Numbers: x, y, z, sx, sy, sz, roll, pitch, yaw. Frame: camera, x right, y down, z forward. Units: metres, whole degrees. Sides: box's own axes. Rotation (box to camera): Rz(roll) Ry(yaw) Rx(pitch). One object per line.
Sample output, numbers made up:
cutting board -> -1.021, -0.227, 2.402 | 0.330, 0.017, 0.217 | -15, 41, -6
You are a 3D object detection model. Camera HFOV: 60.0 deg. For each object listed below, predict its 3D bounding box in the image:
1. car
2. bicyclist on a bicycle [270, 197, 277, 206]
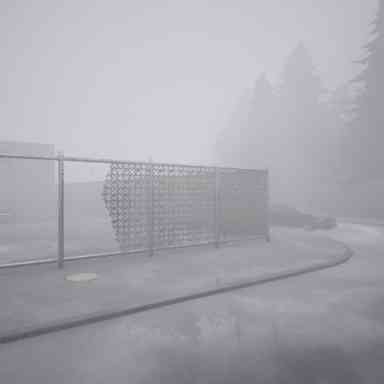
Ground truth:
car -> 6.263, 1.474, 20.293 | 1.882, 1.535, 5.008 | 0, 0, -36
bicyclist on a bicycle -> 7.911, 1.344, 32.441 | 1.656, 1.620, 0.582 | 0, 0, -36
